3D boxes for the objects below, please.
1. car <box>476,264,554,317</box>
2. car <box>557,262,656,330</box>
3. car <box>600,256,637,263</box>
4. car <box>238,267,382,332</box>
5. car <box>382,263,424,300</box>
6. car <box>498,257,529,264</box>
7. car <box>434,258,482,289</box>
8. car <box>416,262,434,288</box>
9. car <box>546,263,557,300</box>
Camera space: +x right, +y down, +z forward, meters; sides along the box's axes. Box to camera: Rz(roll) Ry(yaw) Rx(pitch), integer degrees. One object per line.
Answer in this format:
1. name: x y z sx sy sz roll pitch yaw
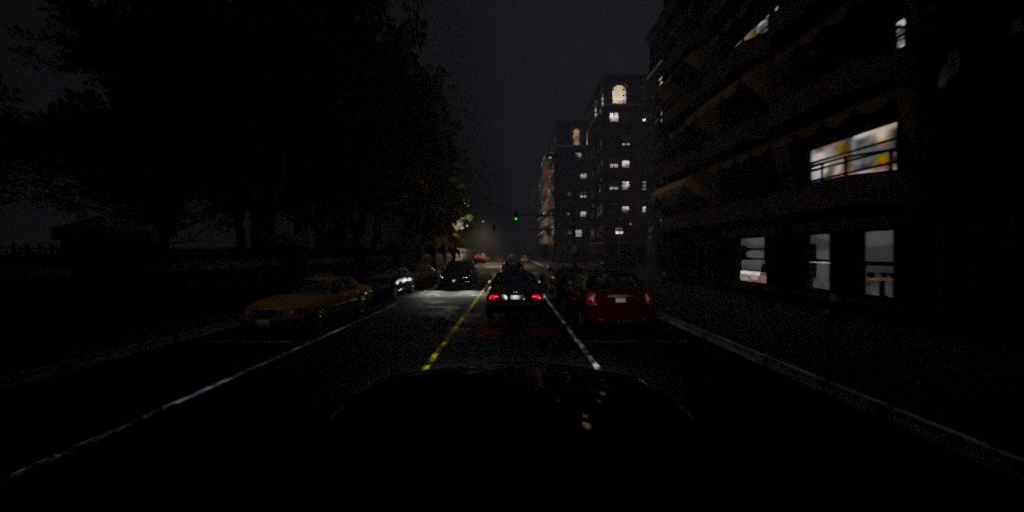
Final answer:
1. car: 0.087 1.188 12.633 2.033 1.411 5.357 0 0 0
2. car: 2.679 1.099 10.789 1.967 1.591 4.097 0 0 0
3. car: 14.537 0.885 49.047 5.009 1.841 2.192 0 0 0
4. car: -5.701 1.185 10.608 1.751 1.417 4.829 0 0 0
5. car: -5.708 1.156 16.408 2.007 1.370 4.403 0 0 0
6. car: 0.065 1.047 29.151 1.994 1.385 4.181 0 1 0
7. car: -3.109 1.060 21.551 1.837 1.490 4.892 0 1 0
8. car: -5.715 1.077 21.869 1.751 1.417 4.829 0 0 0
9. car: 2.673 1.170 16.420 1.948 1.339 4.313 0 0 0
